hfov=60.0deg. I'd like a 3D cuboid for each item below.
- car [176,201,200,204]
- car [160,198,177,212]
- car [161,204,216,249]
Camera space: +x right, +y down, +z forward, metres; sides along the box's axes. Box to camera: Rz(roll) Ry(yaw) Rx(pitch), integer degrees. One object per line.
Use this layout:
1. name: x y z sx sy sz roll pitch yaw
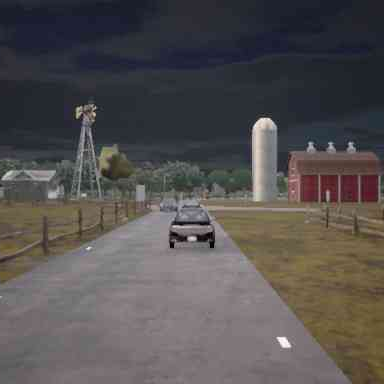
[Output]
1. car: 0.000 1.555 29.653 2.128 1.511 4.902 0 0 0
2. car: -2.750 1.518 40.685 2.097 1.767 4.553 0 0 0
3. car: 0.000 1.512 14.652 2.128 1.511 4.902 0 0 0
